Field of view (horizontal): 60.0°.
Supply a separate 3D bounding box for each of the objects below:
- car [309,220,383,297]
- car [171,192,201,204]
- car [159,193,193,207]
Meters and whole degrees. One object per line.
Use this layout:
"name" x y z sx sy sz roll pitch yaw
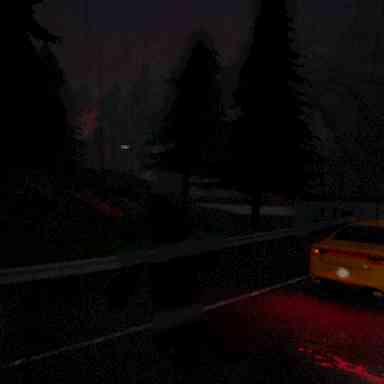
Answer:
"car" 4.780 1.430 8.098 5.008 1.535 1.882 0 0 -42
"car" -1.228 0.983 55.426 5.566 2.045 2.150 1 1 35
"car" -2.514 1.349 52.058 4.181 1.385 1.994 0 0 35
